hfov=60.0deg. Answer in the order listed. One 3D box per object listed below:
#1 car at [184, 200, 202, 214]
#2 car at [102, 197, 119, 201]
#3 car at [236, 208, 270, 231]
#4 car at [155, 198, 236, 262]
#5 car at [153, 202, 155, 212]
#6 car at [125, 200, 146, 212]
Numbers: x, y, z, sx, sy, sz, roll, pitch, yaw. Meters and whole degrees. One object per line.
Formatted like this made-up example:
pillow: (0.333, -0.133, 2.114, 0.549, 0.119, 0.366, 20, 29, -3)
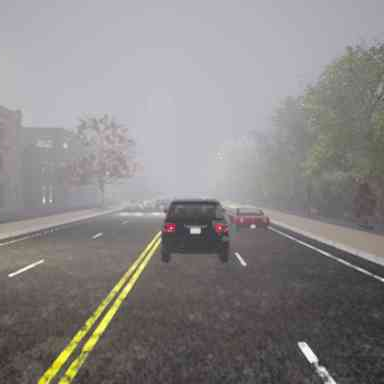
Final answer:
car: (0.091, 1.595, 36.373, 1.895, 1.301, 4.718, 0, 0, 0)
car: (-20.686, 1.809, 84.461, 4.313, 1.339, 1.947, -1, 1, -1)
car: (3.352, 1.597, 20.462, 1.895, 1.301, 4.718, 0, 0, 0)
car: (0.101, 1.219, 12.297, 2.150, 2.045, 5.566, 0, 0, 0)
car: (-3.369, 1.485, 38.937, 2.128, 1.511, 4.902, 0, 0, 0)
car: (-6.620, 1.594, 39.125, 1.895, 1.301, 4.718, 0, 0, 0)
